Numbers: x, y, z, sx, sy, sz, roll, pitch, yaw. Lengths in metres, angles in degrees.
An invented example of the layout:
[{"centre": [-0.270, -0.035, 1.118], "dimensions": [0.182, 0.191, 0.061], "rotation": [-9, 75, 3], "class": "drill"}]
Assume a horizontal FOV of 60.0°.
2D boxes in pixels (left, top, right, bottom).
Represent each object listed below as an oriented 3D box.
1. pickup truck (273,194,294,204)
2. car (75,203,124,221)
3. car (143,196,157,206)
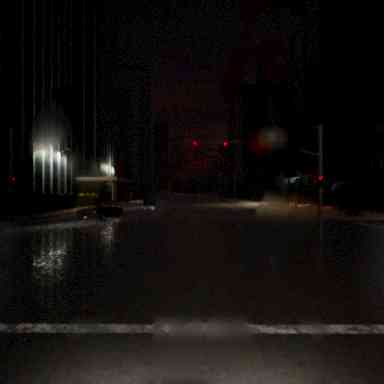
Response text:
[{"centre": [17.004, 1.031, 61.461], "dimensions": [2.390, 2.098, 6.274], "rotation": [0, 0, 31], "class": "pickup truck"}, {"centre": [-7.493, 1.591, 27.375], "dimensions": [1.895, 1.301, 4.718], "rotation": [0, 0, 16], "class": "car"}, {"centre": [-6.670, 1.475, 53.112], "dimensions": [2.128, 1.511, 4.902], "rotation": [0, 0, 0], "class": "car"}]
